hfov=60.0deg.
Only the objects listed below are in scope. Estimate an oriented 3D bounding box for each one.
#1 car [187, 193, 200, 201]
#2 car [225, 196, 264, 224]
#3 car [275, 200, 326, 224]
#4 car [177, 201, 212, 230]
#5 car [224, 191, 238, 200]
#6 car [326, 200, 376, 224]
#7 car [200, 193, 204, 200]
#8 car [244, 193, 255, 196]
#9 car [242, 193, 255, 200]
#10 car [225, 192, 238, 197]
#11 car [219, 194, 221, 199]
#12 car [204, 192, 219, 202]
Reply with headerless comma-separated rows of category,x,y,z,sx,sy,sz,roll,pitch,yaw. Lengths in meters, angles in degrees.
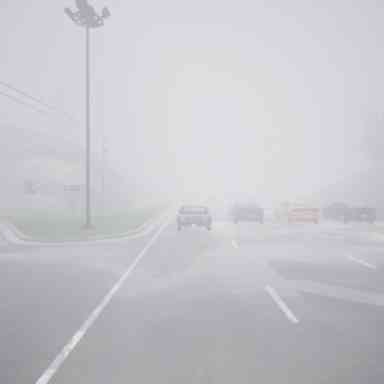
car,0.069,1.109,61.901,1.994,1.385,4.181,0,0,2
car,3.613,1.309,22.930,1.882,1.535,5.008,0,0,0
car,7.114,1.308,22.933,1.882,1.535,5.008,0,0,0
car,0.111,1.454,19.838,1.895,1.301,4.718,0,0,0
car,8.389,0.692,70.768,2.097,1.767,4.553,0,0,17
car,10.613,1.309,22.924,1.882,1.535,5.008,0,0,0
car,1.407,0.946,71.669,1.882,1.535,5.008,0,0,17
car,10.545,1.060,60.500,1.837,1.490,4.892,0,0,2
car,12.023,0.973,70.777,2.033,1.411,5.357,0,0,17
car,7.052,1.079,60.891,1.812,1.442,4.674,0,0,2
car,4.994,0.804,71.618,1.882,1.535,5.008,0,0,17
car,3.563,1.052,61.600,1.837,1.490,4.892,0,0,2
